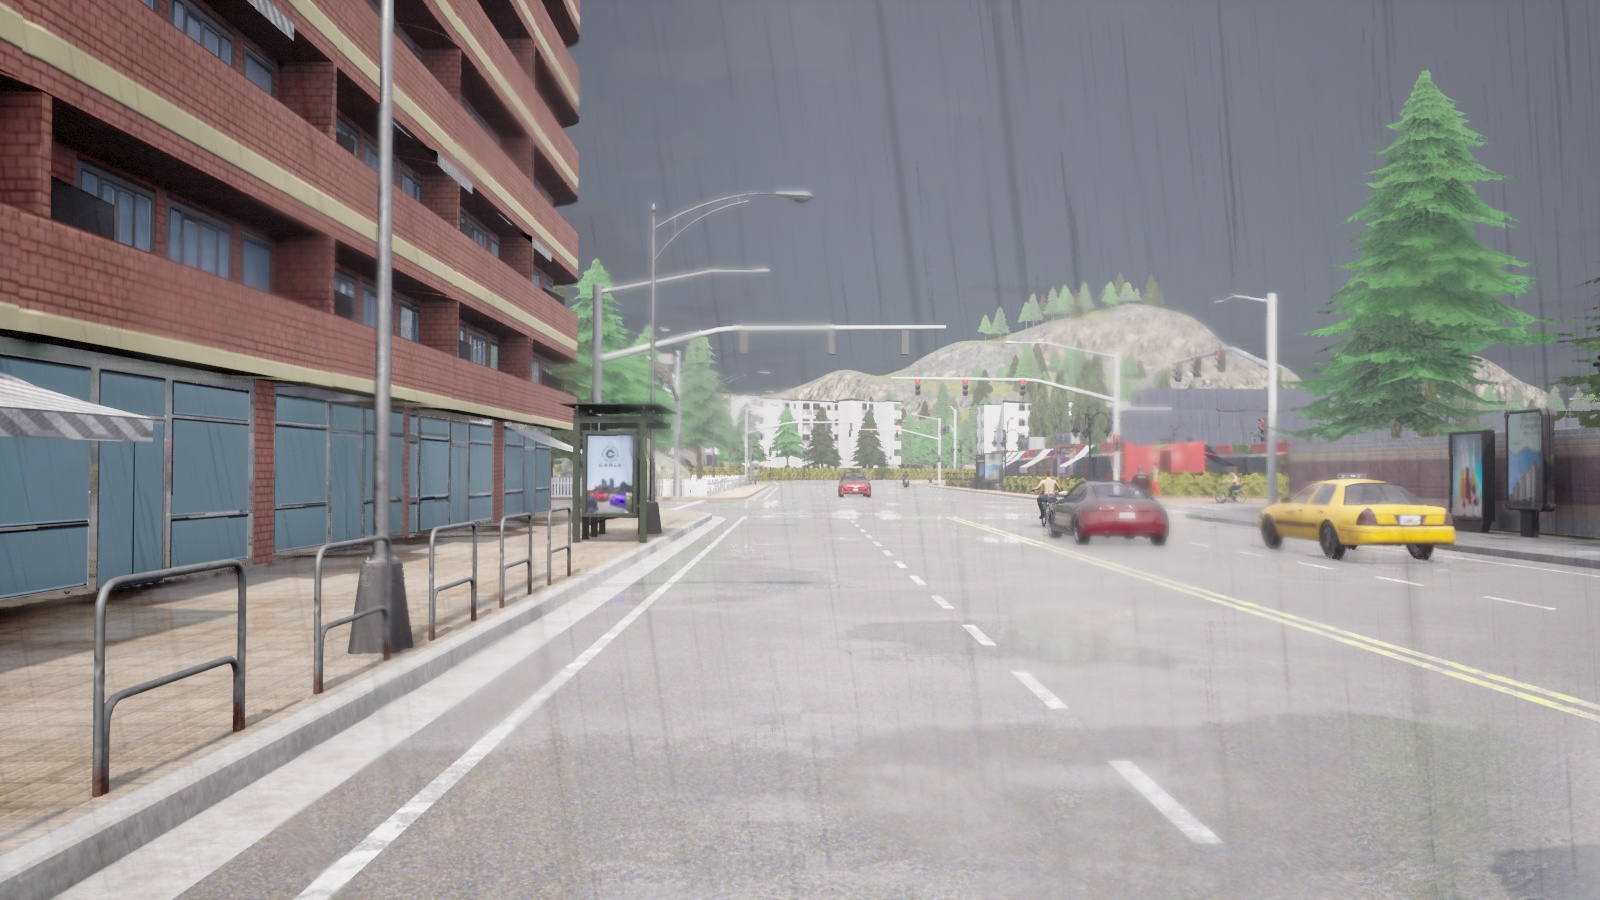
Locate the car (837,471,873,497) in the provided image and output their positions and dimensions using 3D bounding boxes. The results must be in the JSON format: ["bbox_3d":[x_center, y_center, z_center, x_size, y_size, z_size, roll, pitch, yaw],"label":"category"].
[{"bbox_3d":[3.301,2.029,76.449,2.007,1.525,4.514,0,-1,0],"label":"car"}]

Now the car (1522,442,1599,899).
[{"bbox_3d":[3.494,0.762,1.855,2.033,1.649,4.856,0,-1,0],"label":"car"}]

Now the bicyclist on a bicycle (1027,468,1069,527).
[{"bbox_3d":[6.904,1.310,34.999,0.866,1.612,1.509,0,-1,0],"label":"bicyclist on a bicycle"}]

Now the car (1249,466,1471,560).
[{"bbox_3d":[10.437,1.113,23.923,1.801,1.575,5.366,0,-1,0],"label":"car"}]

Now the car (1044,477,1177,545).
[{"bbox_3d":[6.923,1.328,28.475,1.994,1.385,4.181,0,-1,0],"label":"car"}]

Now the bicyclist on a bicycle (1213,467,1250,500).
[{"bbox_3d":[21.045,1.638,61.270,1.509,1.612,0.866,0,-1,0],"label":"bicyclist on a bicycle"}]

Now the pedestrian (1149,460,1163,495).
[{"bbox_3d":[18.409,1.428,64.971,0.594,1.836,0.345,0,-1,3],"label":"pedestrian"}]
